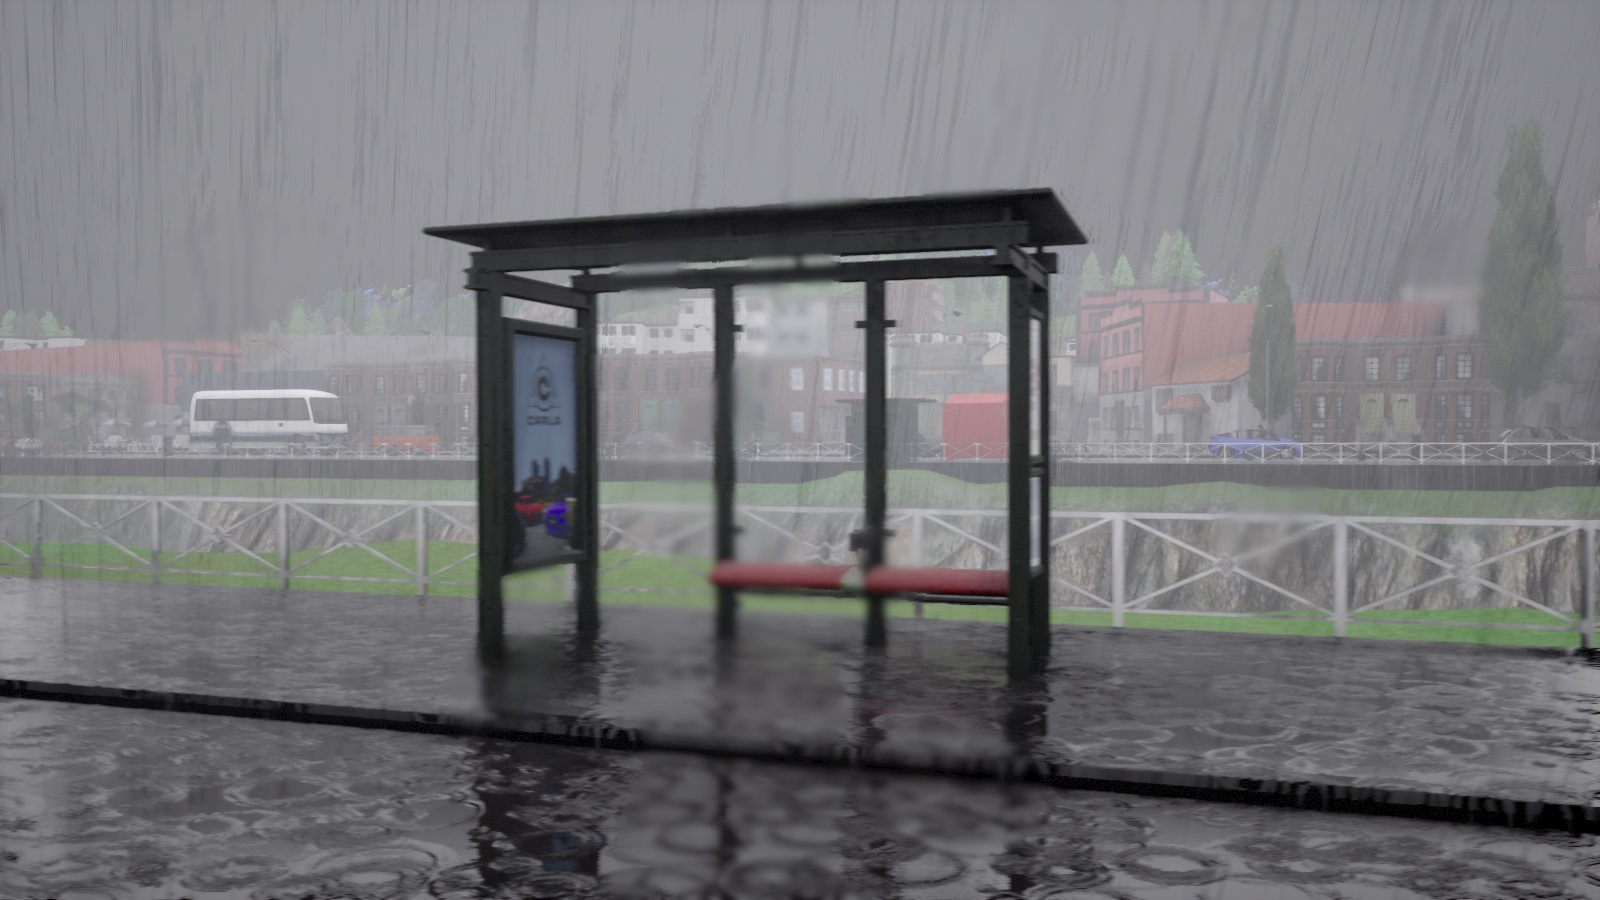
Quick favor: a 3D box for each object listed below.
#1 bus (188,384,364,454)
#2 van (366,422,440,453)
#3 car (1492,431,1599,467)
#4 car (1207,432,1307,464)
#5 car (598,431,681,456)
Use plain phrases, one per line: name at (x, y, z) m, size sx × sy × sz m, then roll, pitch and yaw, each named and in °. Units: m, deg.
bus at (-33.378, -1.957, 80.012) m, size 10.273 × 4.253 × 3.944 m, roll 1°, pitch 1°, yaw 19°
van at (-25.830, -0.826, 81.712) m, size 4.442 × 1.987 × 1.775 m, roll 1°, pitch 1°, yaw 19°
car at (34.072, -0.066, 57.362) m, size 3.988 × 1.617 × 1.851 m, roll 1°, pitch 1°, yaw 19°
car at (22.262, -0.125, 61.332) m, size 4.514 × 1.525 × 2.007 m, roll 1°, pitch 1°, yaw 19°
car at (-9.762, -0.407, 76.316) m, size 4.674 × 1.442 × 1.812 m, roll 1°, pitch 1°, yaw 19°
